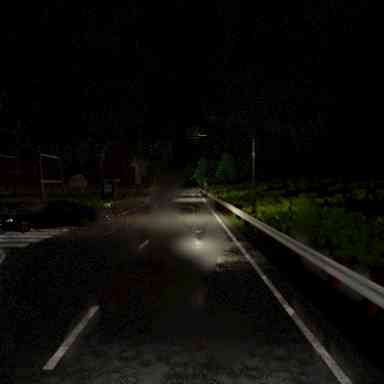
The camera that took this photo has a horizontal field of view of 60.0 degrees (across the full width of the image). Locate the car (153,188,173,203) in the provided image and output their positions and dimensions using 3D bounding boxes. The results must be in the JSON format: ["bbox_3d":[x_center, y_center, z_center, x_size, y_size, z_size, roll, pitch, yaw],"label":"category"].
[{"bbox_3d":[-3.552,0.299,41.426,2.097,1.767,4.553,0,1,0],"label":"car"}]

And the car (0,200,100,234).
[{"bbox_3d":[-6.976,1.175,16.716,4.674,1.442,1.812,-1,4,-39],"label":"car"}]
